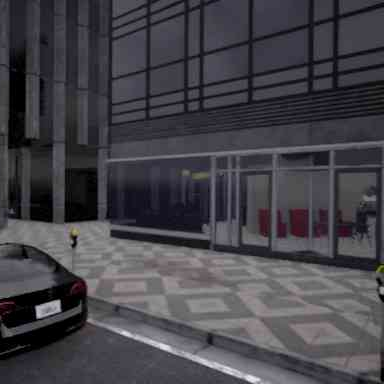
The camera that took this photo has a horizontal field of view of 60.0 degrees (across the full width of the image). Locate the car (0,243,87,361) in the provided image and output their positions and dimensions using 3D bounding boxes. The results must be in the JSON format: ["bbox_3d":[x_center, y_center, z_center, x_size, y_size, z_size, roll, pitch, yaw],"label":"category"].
[{"bbox_3d":[-3.531,1.523,5.482,4.313,1.339,1.947,1,1,36],"label":"car"}]
